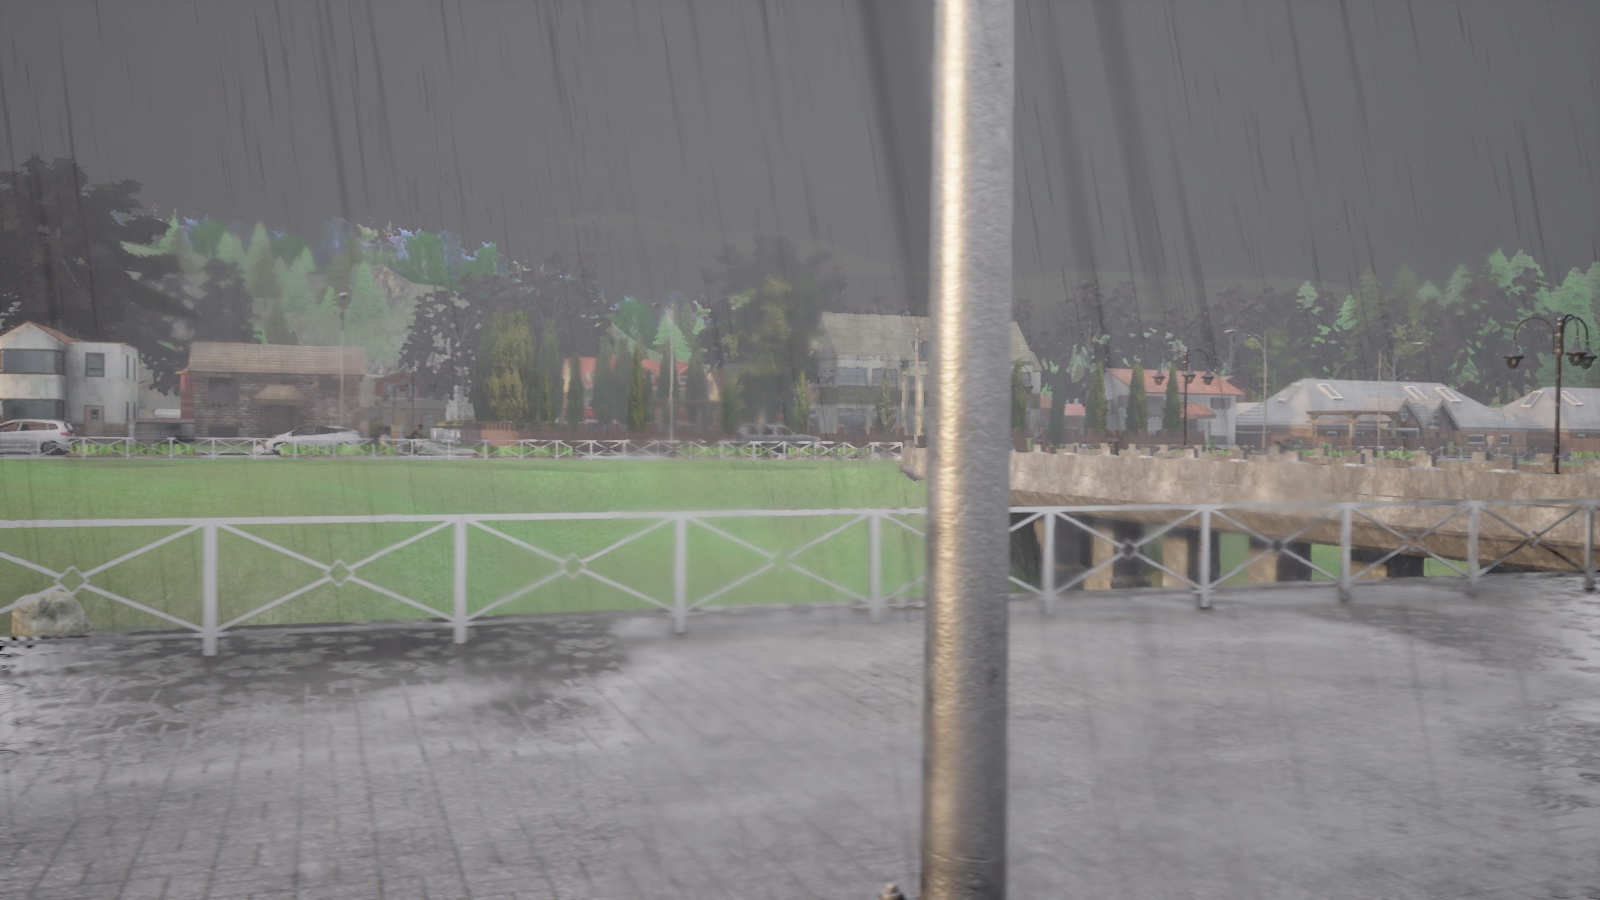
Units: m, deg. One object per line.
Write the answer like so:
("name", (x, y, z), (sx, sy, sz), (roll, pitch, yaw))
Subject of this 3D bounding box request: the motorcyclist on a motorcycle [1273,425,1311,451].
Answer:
("motorcyclist on a motorcycle", (30.139, -0.744, 76.910), (2.191, 1.530, 0.866), (-1, 1, -21))

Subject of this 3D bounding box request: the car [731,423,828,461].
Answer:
("car", (-1.066, -0.432, 65.068), (4.605, 1.855, 1.932), (-1, 1, -21))

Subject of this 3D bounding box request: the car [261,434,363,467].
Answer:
("car", (-23.590, 0.011, 60.802), (4.514, 1.525, 2.007), (-1, 1, -21))

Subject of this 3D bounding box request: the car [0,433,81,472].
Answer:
("car", (-35.152, 0.105, 56.414), (4.611, 1.667, 2.242), (-1, 1, -21))
